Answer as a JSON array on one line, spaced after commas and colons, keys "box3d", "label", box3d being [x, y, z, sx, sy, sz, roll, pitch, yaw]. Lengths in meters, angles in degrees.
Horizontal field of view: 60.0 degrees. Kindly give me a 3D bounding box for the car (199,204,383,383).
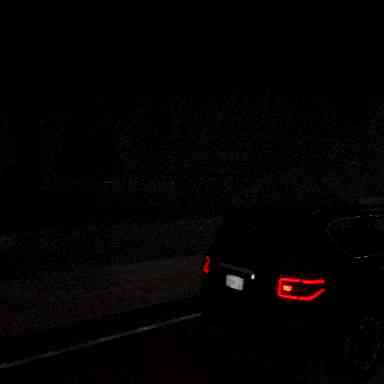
[{"box3d": [2.708, 1.222, 5.678, 5.566, 2.045, 2.150, 0, 0, -36], "label": "car"}]
